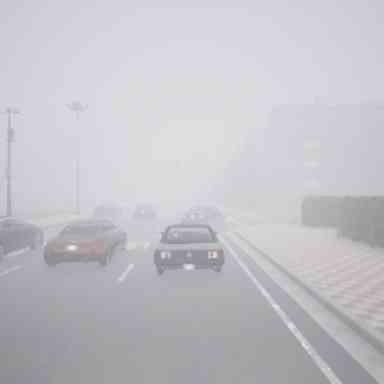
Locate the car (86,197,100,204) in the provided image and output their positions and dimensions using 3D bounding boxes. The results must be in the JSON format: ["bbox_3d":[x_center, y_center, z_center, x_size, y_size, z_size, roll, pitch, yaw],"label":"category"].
[{"bbox_3d":[-24.768,2.114,83.744,2.033,1.411,5.357,0,0,-1],"label":"car"}]

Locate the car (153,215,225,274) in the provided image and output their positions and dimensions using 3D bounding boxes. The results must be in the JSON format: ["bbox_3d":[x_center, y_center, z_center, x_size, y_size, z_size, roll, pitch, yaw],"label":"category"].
[{"bbox_3d":[-0.098,1.661,10.804,1.895,1.301,4.718,0,0,-1],"label":"car"}]

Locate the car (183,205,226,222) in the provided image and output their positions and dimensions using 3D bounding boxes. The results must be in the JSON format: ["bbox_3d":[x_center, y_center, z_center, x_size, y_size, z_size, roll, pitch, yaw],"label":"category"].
[{"bbox_3d":[0.952,1.676,24.702,2.033,1.411,5.357,-1,0,21],"label":"car"}]

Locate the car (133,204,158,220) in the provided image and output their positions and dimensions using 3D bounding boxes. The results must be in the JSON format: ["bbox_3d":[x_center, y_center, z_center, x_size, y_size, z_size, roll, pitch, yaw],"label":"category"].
[{"bbox_3d":[-4.228,1.750,30.342,1.994,1.385,4.181,0,0,-3],"label":"car"}]

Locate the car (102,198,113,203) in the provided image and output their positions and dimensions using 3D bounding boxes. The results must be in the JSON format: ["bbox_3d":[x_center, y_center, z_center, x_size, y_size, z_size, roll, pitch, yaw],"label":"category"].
[{"bbox_3d":[-21.270,2.109,83.867,1.994,1.385,4.181,0,0,-1],"label":"car"}]

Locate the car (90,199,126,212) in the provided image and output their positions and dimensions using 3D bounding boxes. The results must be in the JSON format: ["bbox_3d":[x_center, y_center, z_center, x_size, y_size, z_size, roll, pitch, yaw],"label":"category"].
[{"bbox_3d":[-7.773,1.687,31.199,1.882,1.535,5.008,0,0,-3],"label":"car"}]

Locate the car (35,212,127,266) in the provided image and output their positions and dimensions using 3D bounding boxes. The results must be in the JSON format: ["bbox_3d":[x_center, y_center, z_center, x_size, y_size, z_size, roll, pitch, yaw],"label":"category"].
[{"bbox_3d":[-3.614,1.648,11.949,1.994,1.385,4.181,0,0,-1],"label":"car"}]

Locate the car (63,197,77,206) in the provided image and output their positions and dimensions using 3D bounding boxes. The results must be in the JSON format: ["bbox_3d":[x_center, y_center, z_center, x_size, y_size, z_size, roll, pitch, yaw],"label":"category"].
[{"bbox_3d":[-24.481,1.847,67.294,2.097,1.767,4.553,0,0,-1],"label":"car"}]

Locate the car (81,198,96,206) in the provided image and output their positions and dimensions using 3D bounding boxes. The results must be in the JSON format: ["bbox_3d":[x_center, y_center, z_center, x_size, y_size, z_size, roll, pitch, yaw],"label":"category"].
[{"bbox_3d":[-20.982,1.999,67.455,2.128,1.511,4.902,0,0,-1],"label":"car"}]

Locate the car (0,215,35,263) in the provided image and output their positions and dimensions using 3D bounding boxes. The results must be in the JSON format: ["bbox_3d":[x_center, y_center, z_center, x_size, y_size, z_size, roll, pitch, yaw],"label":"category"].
[{"bbox_3d":[-7.117,1.594,12.036,2.128,1.511,4.902,0,0,-1],"label":"car"}]

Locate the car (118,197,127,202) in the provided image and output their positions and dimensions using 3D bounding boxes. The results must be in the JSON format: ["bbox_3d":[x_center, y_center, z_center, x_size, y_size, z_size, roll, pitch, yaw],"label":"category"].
[{"bbox_3d":[-17.771,2.086,83.966,2.033,1.411,5.357,0,0,-1],"label":"car"}]
